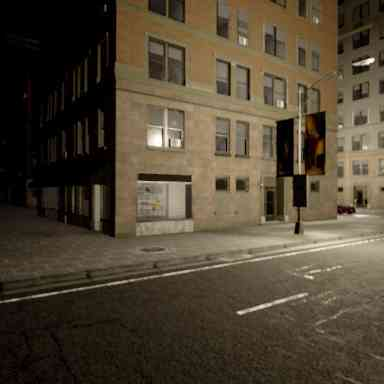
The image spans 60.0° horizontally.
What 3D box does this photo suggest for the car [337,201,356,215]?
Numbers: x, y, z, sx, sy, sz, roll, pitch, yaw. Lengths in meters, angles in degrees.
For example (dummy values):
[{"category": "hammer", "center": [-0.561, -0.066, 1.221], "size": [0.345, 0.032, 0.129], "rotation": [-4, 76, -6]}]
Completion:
[{"category": "car", "center": [14.537, 1.612, 34.215], "size": [1.994, 1.385, 4.181], "rotation": [0, 0, -35]}]
